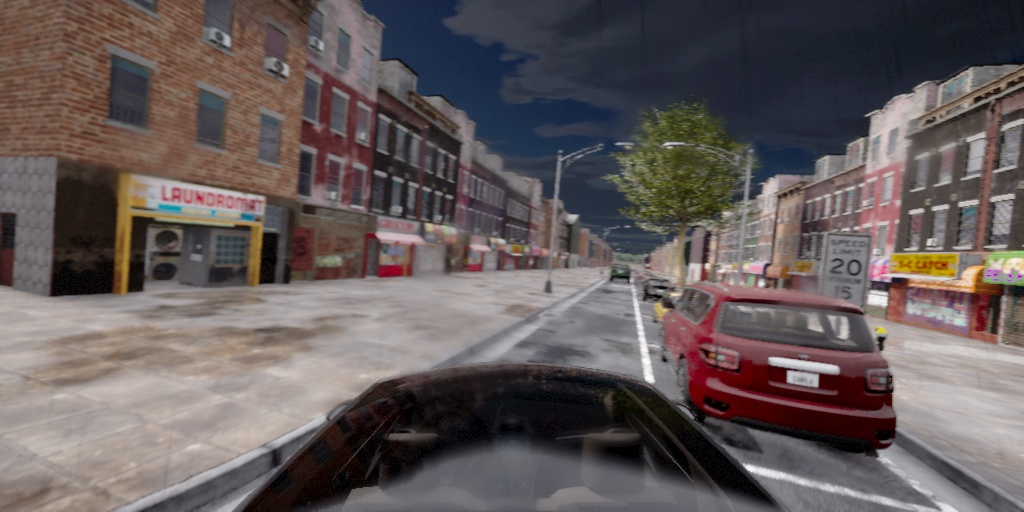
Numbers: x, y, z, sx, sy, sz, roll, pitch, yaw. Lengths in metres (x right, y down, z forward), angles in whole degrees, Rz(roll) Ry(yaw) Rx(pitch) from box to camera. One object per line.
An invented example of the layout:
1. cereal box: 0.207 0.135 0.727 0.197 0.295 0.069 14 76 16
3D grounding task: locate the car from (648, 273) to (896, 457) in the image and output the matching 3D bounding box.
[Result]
1. car: 3.605 1.376 5.901 2.192 1.841 5.009 0 0 18

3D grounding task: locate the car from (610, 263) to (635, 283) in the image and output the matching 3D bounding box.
1. car: 12.250 1.879 40.335 2.150 2.045 5.566 5 0 18

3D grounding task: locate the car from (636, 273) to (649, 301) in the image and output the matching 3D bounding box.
1. car: 8.752 2.009 21.717 1.948 1.339 4.313 0 0 18

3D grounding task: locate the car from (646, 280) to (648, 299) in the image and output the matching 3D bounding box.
1. car: 5.373 1.714 11.335 1.751 1.417 4.829 0 0 18

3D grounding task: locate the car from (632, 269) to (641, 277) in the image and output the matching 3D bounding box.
1. car: 13.899 2.376 37.533 1.888 1.381 4.507 0 0 18

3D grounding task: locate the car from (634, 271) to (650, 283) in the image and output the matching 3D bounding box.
1. car: 10.468 2.121 26.989 2.007 1.370 4.403 0 0 18

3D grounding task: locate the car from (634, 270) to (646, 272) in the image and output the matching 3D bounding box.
1. car: 12.183 2.282 32.261 1.802 1.307 4.207 0 0 18
